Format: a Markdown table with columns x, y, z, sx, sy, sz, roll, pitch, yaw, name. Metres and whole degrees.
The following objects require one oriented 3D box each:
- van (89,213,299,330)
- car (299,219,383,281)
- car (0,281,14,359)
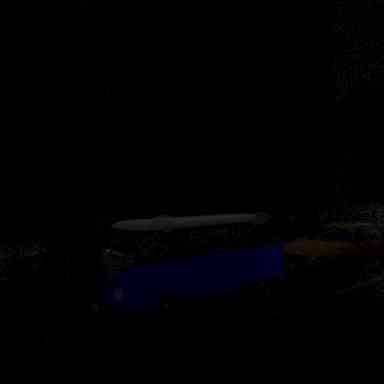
| x | y | z | sx | sy | sz | roll | pitch | yaw | name |
| --- | --- | --- | --- | --- | --- | --- | --- | --- | --- |
| 0.104 | 1.372 | 6.694 | 3.998 | 1.788 | 1.690 | -1 | 0 | -35 | van |
| 4.403 | 1.493 | 9.742 | 4.829 | 1.417 | 1.752 | -1 | 0 | -35 | car |
| -4.326 | 1.663 | 3.546 | 4.313 | 1.339 | 1.947 | -1 | 0 | -35 | car |
